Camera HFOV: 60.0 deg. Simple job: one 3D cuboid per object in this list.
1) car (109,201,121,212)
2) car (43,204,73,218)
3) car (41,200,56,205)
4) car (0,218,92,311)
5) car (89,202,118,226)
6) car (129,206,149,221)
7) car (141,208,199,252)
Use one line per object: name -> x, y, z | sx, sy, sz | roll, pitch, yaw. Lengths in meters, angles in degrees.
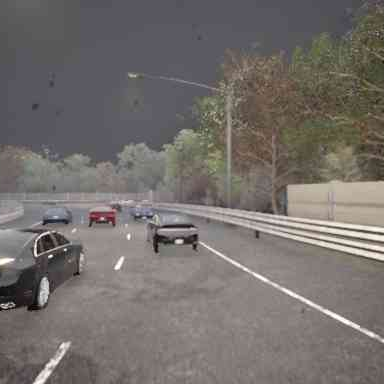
car -> -11.745, 2.108, 48.789 | 1.882, 1.535, 5.008 | 0, -1, -26
car -> -11.007, 1.924, 27.471 | 1.994, 1.385, 4.181 | 0, -1, -15
car -> -34.970, 2.655, 80.831 | 4.718, 1.301, 1.895 | -1, -1, 43
car -> -3.934, 1.610, 7.903 | 1.837, 1.490, 4.892 | 0, -1, -4
car -> -7.175, 1.824, 26.664 | 1.882, 1.535, 5.008 | 0, -1, -15
car -> -4.847, 2.006, 31.483 | 1.895, 1.301, 4.718 | 0, -1, -17
car -> -0.983, 1.683, 14.966 | 2.128, 1.511, 4.902 | 0, -1, -12
